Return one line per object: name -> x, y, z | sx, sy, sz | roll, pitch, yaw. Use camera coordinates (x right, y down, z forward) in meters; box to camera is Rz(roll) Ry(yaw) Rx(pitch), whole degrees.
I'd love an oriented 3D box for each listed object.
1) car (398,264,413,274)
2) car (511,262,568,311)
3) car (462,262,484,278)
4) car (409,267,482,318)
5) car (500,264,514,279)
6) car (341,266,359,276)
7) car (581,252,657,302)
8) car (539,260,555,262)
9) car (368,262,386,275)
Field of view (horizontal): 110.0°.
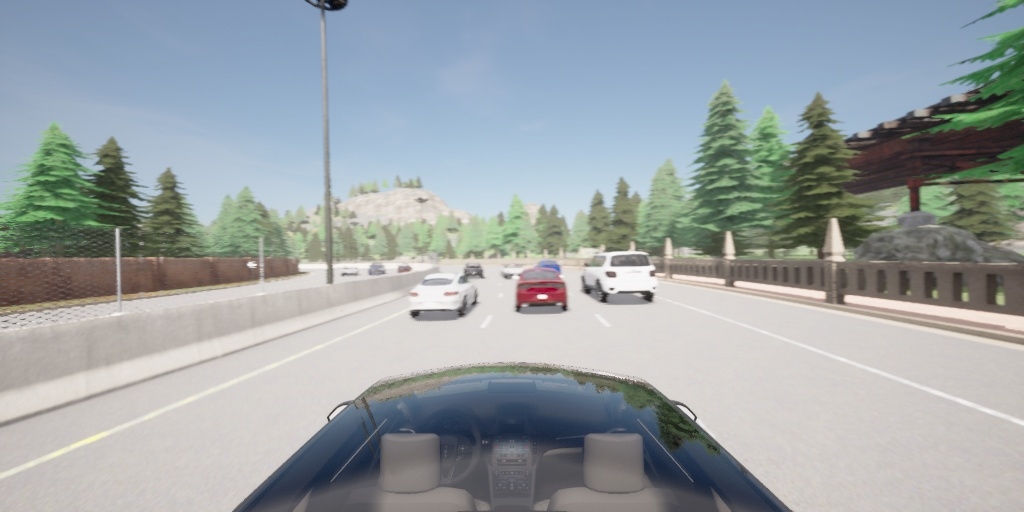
car -> -14.896, 1.754, 49.988 | 1.994, 1.385, 4.181 | -2, 0, -20
car -> 1.077, 1.201, 14.382 | 1.882, 1.535, 5.008 | -1, 0, 2
car -> -3.827, 1.353, 34.883 | 2.128, 1.511, 4.902 | -1, 0, -9
car -> -2.446, 1.345, 13.458 | 1.812, 1.442, 4.674 | -1, 0, 2
car -> -0.032, 1.358, 33.456 | 1.895, 1.301, 4.718 | -2, 0, -8
car -> -21.474, 2.013, 47.608 | 1.895, 1.301, 4.718 | -2, 0, -20
car -> 4.620, 0.848, 16.217 | 2.150, 2.045, 5.566 | -1, 0, 1
car -> 3.311, 1.144, 34.492 | 1.882, 1.535, 5.008 | -2, 0, -8
car -> -17.831, 1.598, 47.598 | 2.097, 1.767, 4.553 | -2, 0, -18
